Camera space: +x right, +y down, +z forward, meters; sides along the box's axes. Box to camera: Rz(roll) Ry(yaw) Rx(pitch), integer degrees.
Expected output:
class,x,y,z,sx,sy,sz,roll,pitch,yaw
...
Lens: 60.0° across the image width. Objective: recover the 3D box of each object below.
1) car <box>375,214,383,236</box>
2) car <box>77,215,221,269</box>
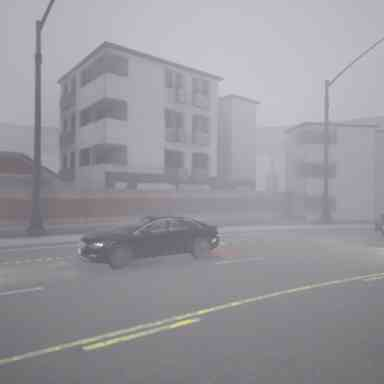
class,x,y,z,sx,sy,sz,roll,pitch,yaw
car,12.332,1.421,17.057,5.566,2.045,2.150,1,0,-10
car,-1.301,1.547,11.320,4.902,1.511,2.128,1,0,-32
